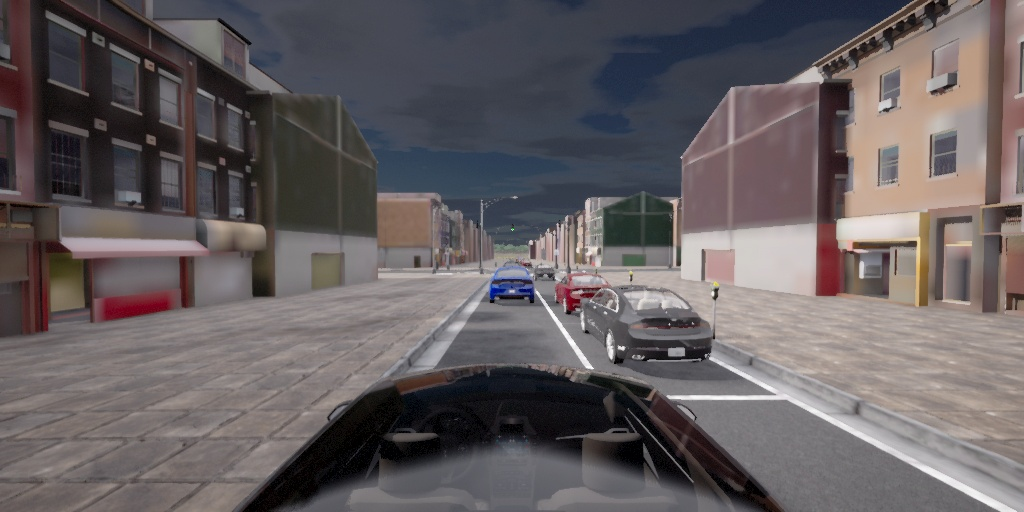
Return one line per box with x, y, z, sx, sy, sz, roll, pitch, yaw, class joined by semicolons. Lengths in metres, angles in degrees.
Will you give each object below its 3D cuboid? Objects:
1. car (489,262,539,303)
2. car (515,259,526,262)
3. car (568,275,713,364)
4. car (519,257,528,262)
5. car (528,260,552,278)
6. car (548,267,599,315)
0.000;1.230;16.504;1.882;1.535;5.008;0;0;0;car
0.000;1.263;31.507;1.837;1.490;4.892;0;0;0;car
2.637;1.296;7.899;2.007;1.370;4.403;0;0;0;car
2.637;1.307;62.526;1.888;1.381;4.507;0;0;0;car
2.637;1.296;30.081;2.007;1.370;4.403;0;0;0;car
2.637;1.290;13.444;1.888;1.381;4.507;0;0;0;car
